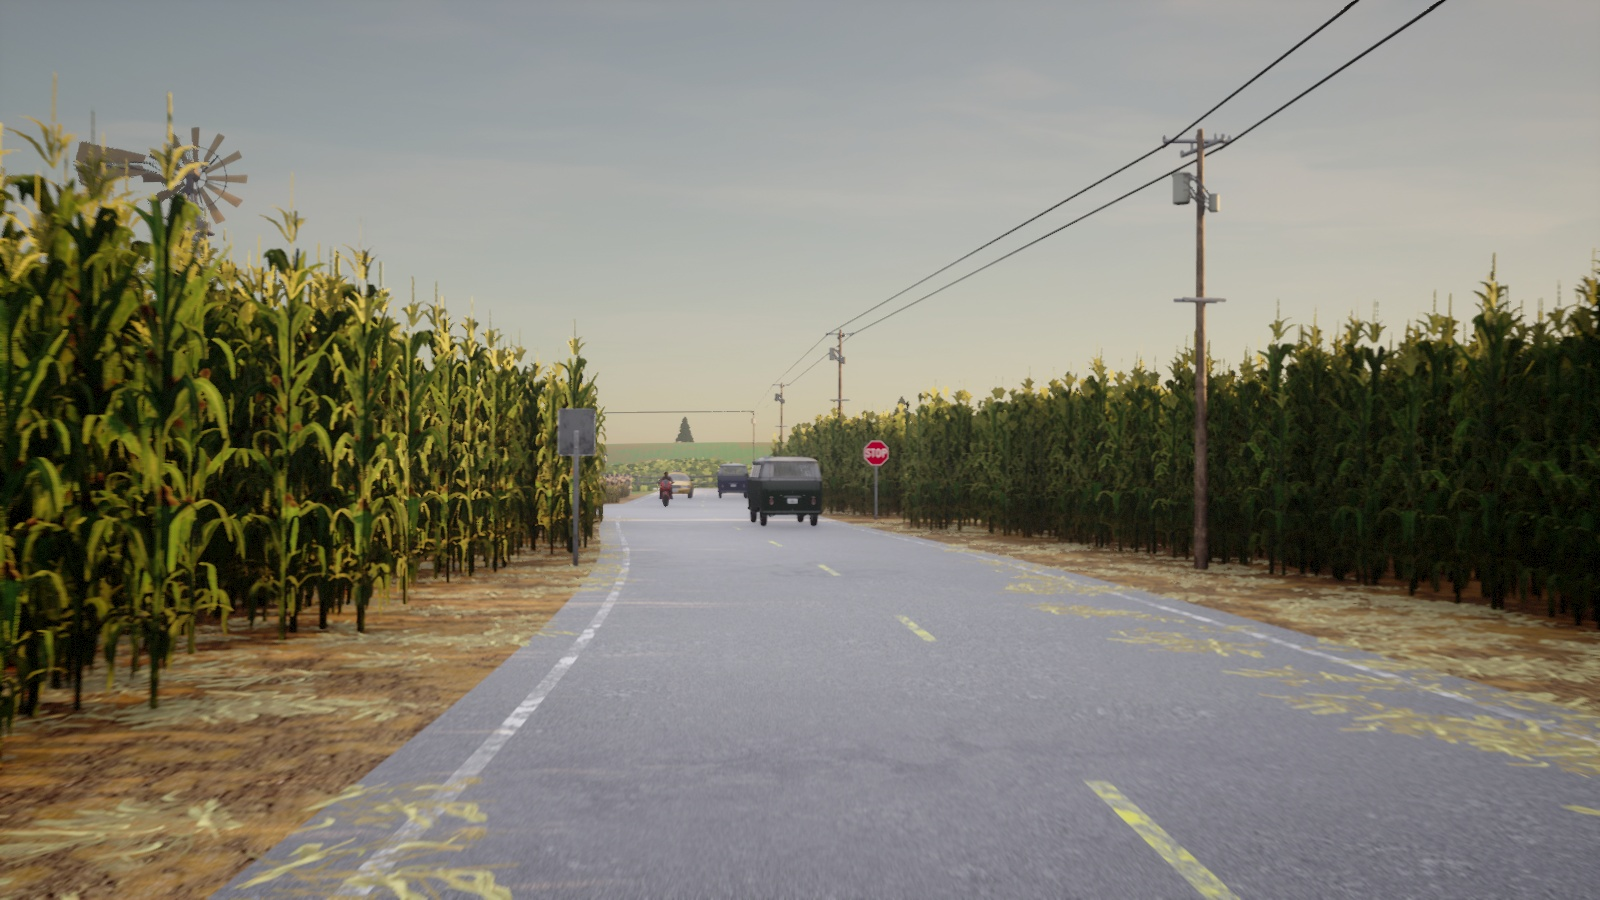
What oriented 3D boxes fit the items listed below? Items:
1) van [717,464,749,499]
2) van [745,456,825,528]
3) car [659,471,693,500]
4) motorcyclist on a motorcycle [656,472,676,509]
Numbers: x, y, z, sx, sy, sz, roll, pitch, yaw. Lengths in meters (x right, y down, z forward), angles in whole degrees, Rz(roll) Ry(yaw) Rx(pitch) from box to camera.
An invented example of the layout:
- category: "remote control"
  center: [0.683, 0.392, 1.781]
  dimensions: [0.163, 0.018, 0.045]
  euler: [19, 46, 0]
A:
- category: "van"
  center: [-3.897, 1.800, 72.722]
  dimensions: [1.775, 1.987, 4.442]
  euler: [0, -1, -4]
- category: "van"
  center: [-0.512, 1.191, 37.113]
  dimensions: [1.775, 1.987, 4.442]
  euler: [0, -1, -9]
- category: "car"
  center: [-7.018, 1.978, 71.438]
  dimensions: [1.801, 1.575, 5.366]
  euler: [0, -1, -4]
- category: "motorcyclist on a motorcycle"
  center: [-5.728, 1.720, 53.752]
  dimensions: [0.797, 1.523, 2.044]
  euler: [0, -1, -5]
